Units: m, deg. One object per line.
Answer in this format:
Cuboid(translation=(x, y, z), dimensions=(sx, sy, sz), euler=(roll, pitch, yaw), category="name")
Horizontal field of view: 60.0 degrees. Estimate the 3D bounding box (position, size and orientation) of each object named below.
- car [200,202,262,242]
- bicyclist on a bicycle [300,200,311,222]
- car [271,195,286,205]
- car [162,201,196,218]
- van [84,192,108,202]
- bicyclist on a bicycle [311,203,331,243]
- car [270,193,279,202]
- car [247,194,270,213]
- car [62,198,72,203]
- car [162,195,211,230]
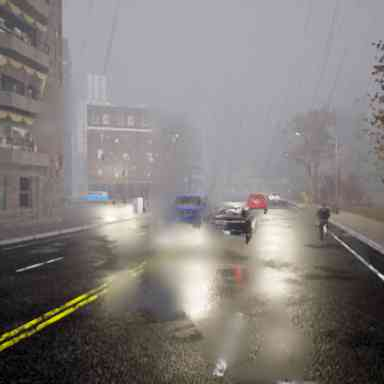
Cuboid(translation=(2.101, 1.477, 16.372), dimensions=(2.128, 1.511, 4.902), euler=(0, 0, 15), category="car")
Cuboid(translation=(8.459, 1.412, 24.661), dimensions=(0.866, 1.612, 1.509), euler=(0, 0, 14), category="bicyclist on a bicycle")
Cuboid(translation=(14.645, 1.534, 55.589), dimensions=(1.895, 1.301, 4.718), euler=(0, 0, 12), category="car")
Cuboid(translation=(-1.106, 1.573, 30.788), dimensions=(1.895, 1.301, 4.718), euler=(0, 0, 14), category="car")
Cuboid(translation=(-16.558, 0.839, 57.837), dimensions=(3.998, 1.788, 1.690), euler=(1, -1, -17), category="van")
Cuboid(translation=(5.953, 1.356, 15.101), dimensions=(0.659, 1.776, 1.843), euler=(0, 0, 15), category="bicyclist on a bicycle")
Cuboid(translation=(17.403, 1.134, 70.316), dimensions=(2.150, 2.045, 5.566), euler=(0, 0, 10), category="car")
Cuboid(translation=(7.236, 1.183, 36.894), dimensions=(2.150, 2.045, 5.566), euler=(0, 0, 13), category="car")
Cuboid(translation=(-19.649, 1.069, 48.161), dimensions=(4.206, 1.307, 1.802), euler=(1, -1, -17), category="car")
Cuboid(translation=(-0.112, 1.204, 21.463), dimensions=(2.150, 2.045, 5.566), euler=(0, 0, 15), category="car")
